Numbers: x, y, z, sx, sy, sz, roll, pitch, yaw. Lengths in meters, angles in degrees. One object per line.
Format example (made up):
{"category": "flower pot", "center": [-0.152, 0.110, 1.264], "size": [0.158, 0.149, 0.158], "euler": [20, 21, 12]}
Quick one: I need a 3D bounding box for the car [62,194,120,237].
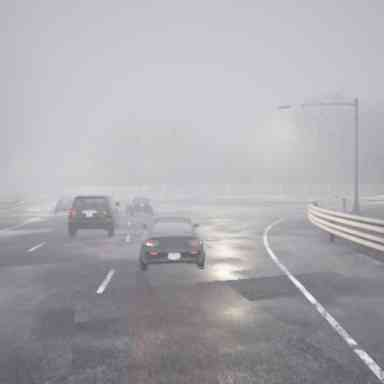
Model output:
{"category": "car", "center": [-5.178, 1.146, 17.954], "size": [2.150, 2.045, 5.566], "euler": [0, 0, -10]}

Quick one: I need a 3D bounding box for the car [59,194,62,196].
{"category": "car", "center": [-28.856, 1.214, 74.615], "size": [1.837, 1.490, 4.892], "euler": [0, 0, -42]}

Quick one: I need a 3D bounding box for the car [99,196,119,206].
{"category": "car", "center": [-12.930, 1.380, 51.555], "size": [1.895, 1.301, 4.718], "euler": [0, 0, -28]}

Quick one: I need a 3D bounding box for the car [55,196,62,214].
{"category": "car", "center": [-13.051, 1.415, 34.218], "size": [2.033, 1.411, 5.357], "euler": [0, 0, -19]}

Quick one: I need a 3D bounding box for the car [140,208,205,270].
{"category": "car", "center": [-0.681, 1.472, 10.816], "size": [1.812, 1.442, 4.674], "euler": [0, 0, -6]}

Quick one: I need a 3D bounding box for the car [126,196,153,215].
{"category": "car", "center": [-5.087, 1.205, 31.732], "size": [2.097, 1.767, 4.553], "euler": [0, 0, -17]}

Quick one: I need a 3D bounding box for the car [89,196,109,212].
{"category": "car", "center": [-10.687, 1.319, 37.888], "size": [1.882, 1.535, 5.008], "euler": [0, 0, -20]}
